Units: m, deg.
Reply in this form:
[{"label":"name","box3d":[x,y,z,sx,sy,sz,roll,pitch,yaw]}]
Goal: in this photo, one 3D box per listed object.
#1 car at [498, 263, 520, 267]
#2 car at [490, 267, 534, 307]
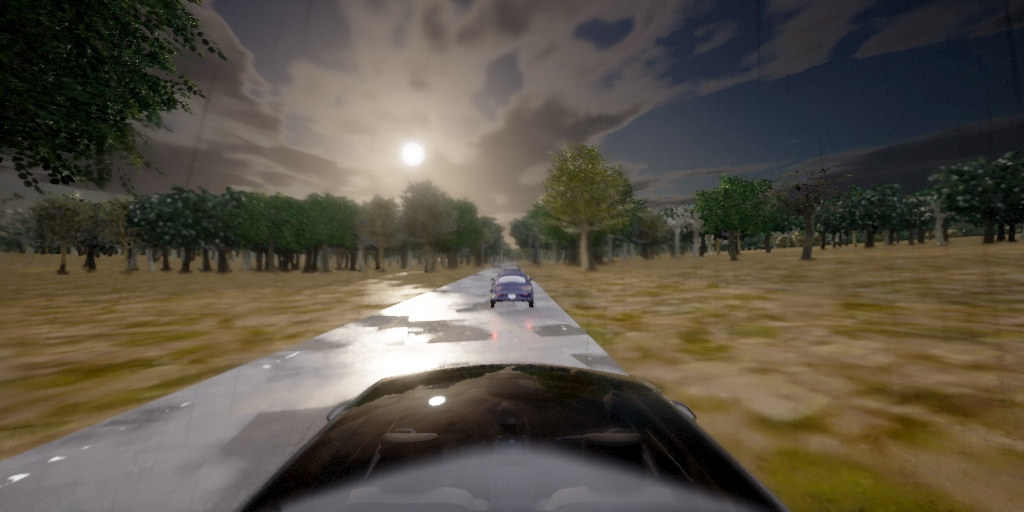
[{"label":"car","box3d":[0.002,1.546,31.099,1.837,1.490,4.892,0,0,0]},{"label":"car","box3d":[0.004,1.412,16.194,1.812,1.442,4.674,0,0,0]}]
